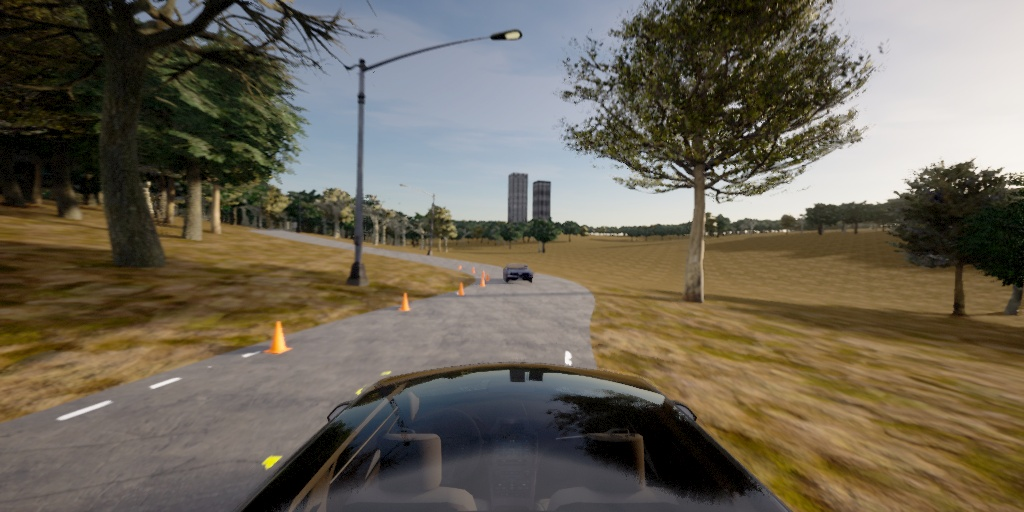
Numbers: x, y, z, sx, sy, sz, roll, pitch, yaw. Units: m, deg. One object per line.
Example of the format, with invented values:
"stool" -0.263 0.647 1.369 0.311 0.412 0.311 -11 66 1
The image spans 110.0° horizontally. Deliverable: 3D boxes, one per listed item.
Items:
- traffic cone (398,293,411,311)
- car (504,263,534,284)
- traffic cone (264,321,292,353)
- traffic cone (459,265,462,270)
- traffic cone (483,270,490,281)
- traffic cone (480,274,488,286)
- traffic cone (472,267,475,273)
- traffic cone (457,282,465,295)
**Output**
"traffic cone" -3.677 1.552 12.308 0.340 0.580 0.340 0 0 14
"car" 0.406 1.184 25.223 1.895 1.301 4.718 1 0 -3
"traffic cone" -4.644 1.585 7.116 0.340 0.580 0.340 0 0 8
"traffic cone" -5.725 1.184 39.408 0.340 0.580 0.340 0 0 -29
"traffic cone" -1.794 1.503 26.261 0.340 0.580 0.340 0 0 -4
"traffic cone" -1.780 1.528 21.650 0.340 0.580 0.340 0 0 4
"traffic cone" -3.788 1.377 35.234 0.340 0.580 0.340 0 0 -21
"traffic cone" -2.427 1.540 17.087 0.340 0.580 0.340 0 0 12
